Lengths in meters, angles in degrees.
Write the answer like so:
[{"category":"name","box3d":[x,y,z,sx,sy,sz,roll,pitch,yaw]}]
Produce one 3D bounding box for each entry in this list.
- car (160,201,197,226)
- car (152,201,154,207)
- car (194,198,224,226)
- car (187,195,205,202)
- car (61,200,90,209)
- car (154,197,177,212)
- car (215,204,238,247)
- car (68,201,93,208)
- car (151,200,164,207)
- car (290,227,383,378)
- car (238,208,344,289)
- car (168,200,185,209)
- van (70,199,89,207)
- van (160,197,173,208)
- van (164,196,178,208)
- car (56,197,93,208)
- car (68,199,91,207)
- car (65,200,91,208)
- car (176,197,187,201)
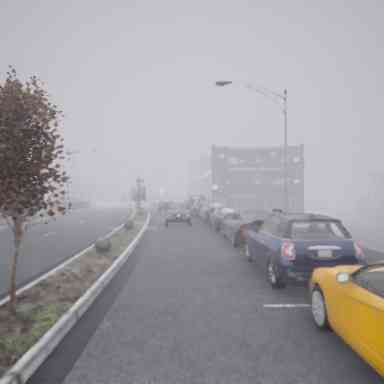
[{"category":"car","box3d":[-1.098,1.589,23.991,2.033,1.411,5.357,0,0,-5]},{"category":"car","box3d":[-6.415,2.417,69.705,2.163,1.488,4.792,0,-2,-14]},{"category":"car","box3d":[1.684,1.524,26.003,2.231,1.521,4.892,0,0,-5]},{"category":"car","box3d":[1.048,1.428,31.603,2.185,1.767,4.553,0,0,-7]},{"category":"car","box3d":[-21.154,2.263,60.738,4.792,1.488,2.163,0,-2,-14]},{"category":"car","box3d":[-3.332,1.694,41.215,1.837,1.490,4.892,0,-1,-9]},{"category":"car","box3d":[2.557,1.531,15.097,2.163,1.488,4.792,0,0,-3]},{"category":"car","box3d":[-25.605,2.776,76.633,5.366,1.575,1.946,0,-2,-18]},{"category":"car","box3d":[-7.907,2.563,74.989,2.097,1.535,5.008,0,-2,-16]},{"category":"car","box3d":[2.990,1.483,3.854,2.097,1.535,5.008,0,0,0]},{"category":"car","box3d":[2.843,1.366,9.376,2.185,1.767,4.553,0,0,-1]},{"category":"car","box3d":[-2.584,1.940,53.492,2.002,1.452,4.674,0,-1,-11]},{"category":"van","box3d":[-26.750,2.638,79.139,4.442,1.987,1.878,0,-2,-18]},{"category":"van","box3d":[-5.052,1.985,64.428,1.878,1.987,4.442,0,-2,-13]},{"category":"van","box3d":[-3.764,1.820,59.044,1.878,1.987,4.442,0,-1,-12]},{"category":"car","box3d":[-19.863,1.811,55.438,5.566,2.045,2.435,0,-1,-13]},{"category":"car","box3d":[-29.343,2.847,86.761,5.566,2.045,2.435,0,-2,-20]},{"category":"car","box3d":[-22.623,2.426,66.128,4.892,1.521,2.231,0,-2,-15]},{"category":"car","box3d":[-1.512,1.820,48.055,2.002,1.452,4.674,0,-1,-10]}]
